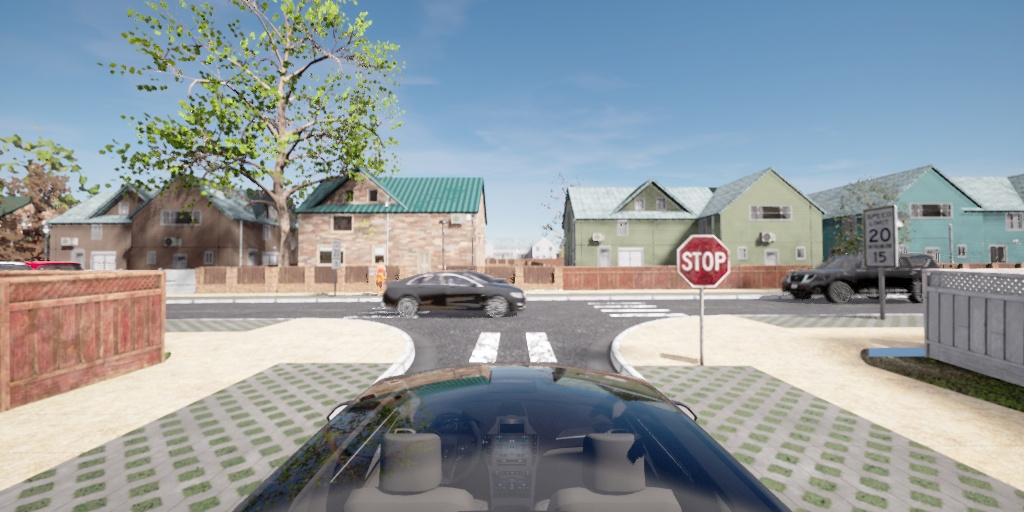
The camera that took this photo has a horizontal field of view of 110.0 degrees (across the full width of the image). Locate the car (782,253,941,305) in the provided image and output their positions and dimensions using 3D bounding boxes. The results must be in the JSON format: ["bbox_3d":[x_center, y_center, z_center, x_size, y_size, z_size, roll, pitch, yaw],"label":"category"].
[{"bbox_3d":[14.745,0.923,15.189,5.566,2.045,2.150,0,-1,1],"label":"car"}]

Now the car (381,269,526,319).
[{"bbox_3d":[-1.964,1.277,12.420,4.902,1.511,2.128,0,-1,1],"label":"car"}]

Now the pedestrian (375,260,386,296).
[{"bbox_3d":[-6.738,1.107,18.347,0.375,1.860,0.375,0,-1,1],"label":"pedestrian"}]

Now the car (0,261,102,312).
[{"bbox_3d":[-21.932,1.277,15.646,5.566,2.045,2.150,-1,-1,0],"label":"car"}]

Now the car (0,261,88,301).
[{"bbox_3d":[-18.696,1.169,12.623,5.566,2.045,2.150,-1,-1,1],"label":"car"}]
